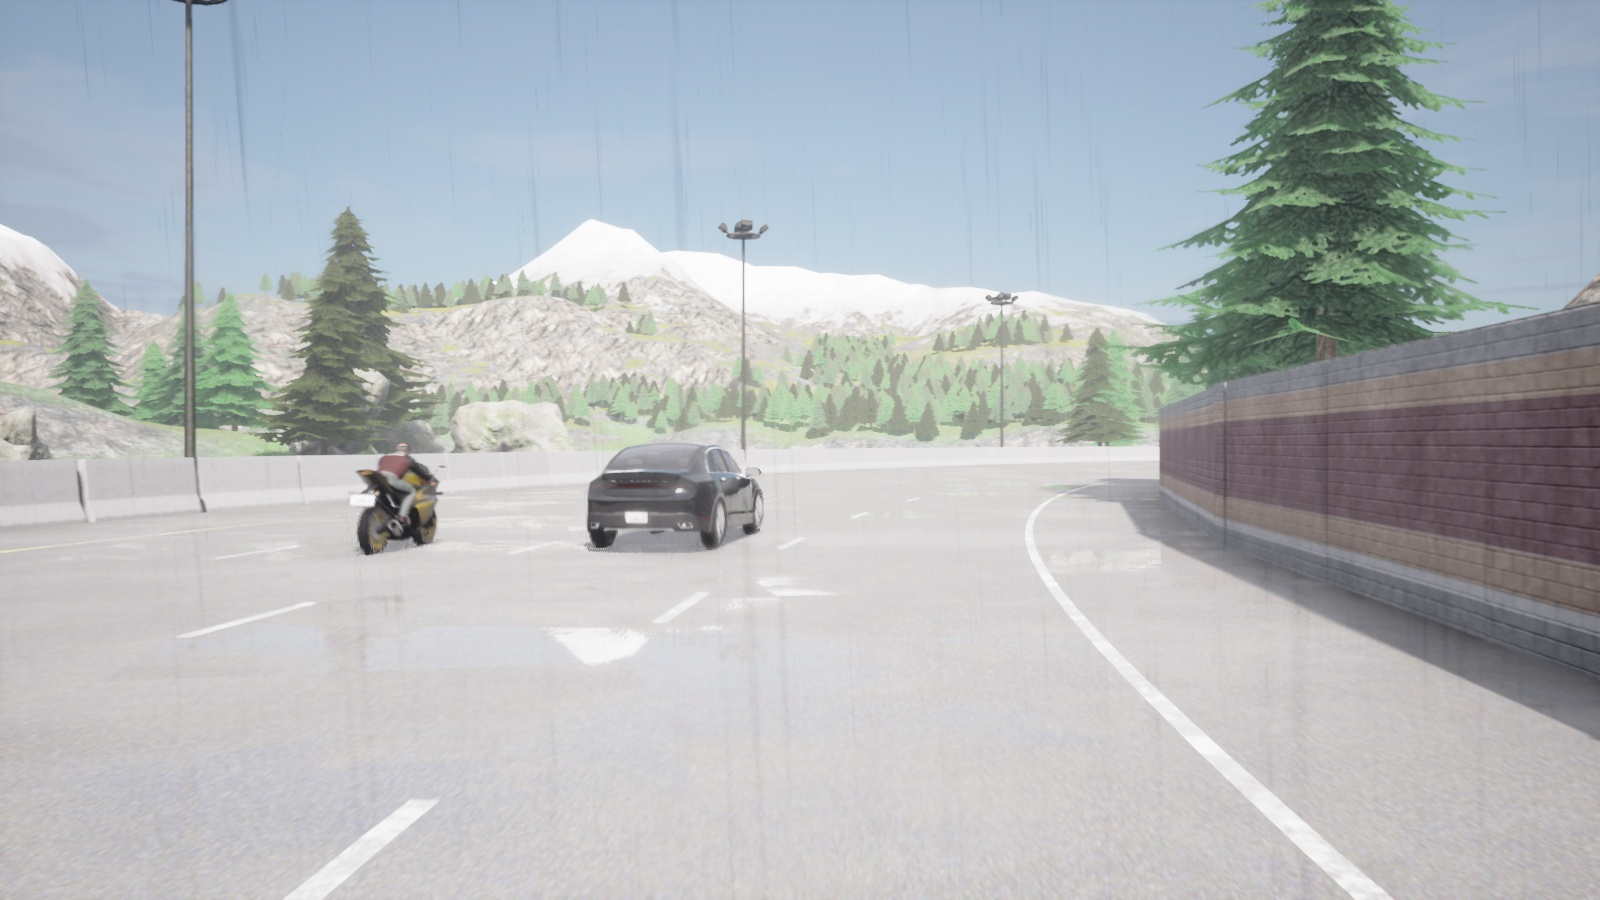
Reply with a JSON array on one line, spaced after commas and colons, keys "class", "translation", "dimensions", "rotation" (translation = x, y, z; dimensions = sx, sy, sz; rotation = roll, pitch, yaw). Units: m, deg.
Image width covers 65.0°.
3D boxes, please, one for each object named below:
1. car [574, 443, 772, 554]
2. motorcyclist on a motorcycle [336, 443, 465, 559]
[{"class": "car", "translation": [-1.777, 0.640, 19.343], "dimensions": [1.837, 1.490, 4.892], "rotation": [0, 0, 9]}, {"class": "motorcyclist on a motorcycle", "translation": [-5.610, 0.675, 17.801], "dimensions": [0.866, 1.530, 2.191], "rotation": [1, 0, 8]}]
